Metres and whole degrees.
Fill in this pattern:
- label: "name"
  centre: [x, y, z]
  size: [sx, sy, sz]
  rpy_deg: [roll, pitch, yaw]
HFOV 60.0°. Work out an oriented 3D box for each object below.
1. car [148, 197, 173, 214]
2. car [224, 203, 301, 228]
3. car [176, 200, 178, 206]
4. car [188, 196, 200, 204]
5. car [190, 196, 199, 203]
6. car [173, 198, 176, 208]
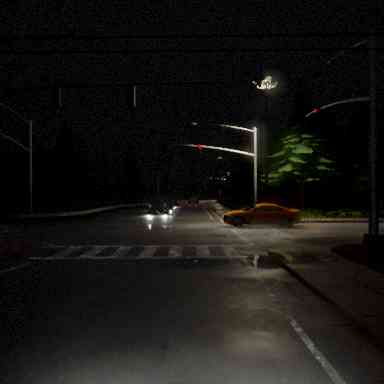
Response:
- label: "car"
  centre: [-3.612, 1.456, 36.691]
  size: [2.097, 1.767, 4.553]
  rpy_deg: [0, 0, 0]
- label: "car"
  centre: [4.642, 1.529, 22.212]
  size: [5.008, 1.535, 1.882]
  rpy_deg: [0, 0, 3]
- label: "car"
  centre: [-3.508, 1.712, 56.641]
  size: [1.994, 1.385, 4.181]
  rpy_deg: [0, 0, 1]
- label: "car"
  centre: [0.317, 1.673, 65.300]
  size: [1.812, 1.442, 4.674]
  rpy_deg: [0, 0, 2]
- label: "car"
  centre: [0.637, 1.610, 75.608]
  size: [1.837, 1.490, 4.892]
  rpy_deg: [0, 0, 2]
- label: "car"
  centre: [-3.598, 1.631, 46.562]
  size: [1.837, 1.490, 4.892]
  rpy_deg: [0, 0, 0]
